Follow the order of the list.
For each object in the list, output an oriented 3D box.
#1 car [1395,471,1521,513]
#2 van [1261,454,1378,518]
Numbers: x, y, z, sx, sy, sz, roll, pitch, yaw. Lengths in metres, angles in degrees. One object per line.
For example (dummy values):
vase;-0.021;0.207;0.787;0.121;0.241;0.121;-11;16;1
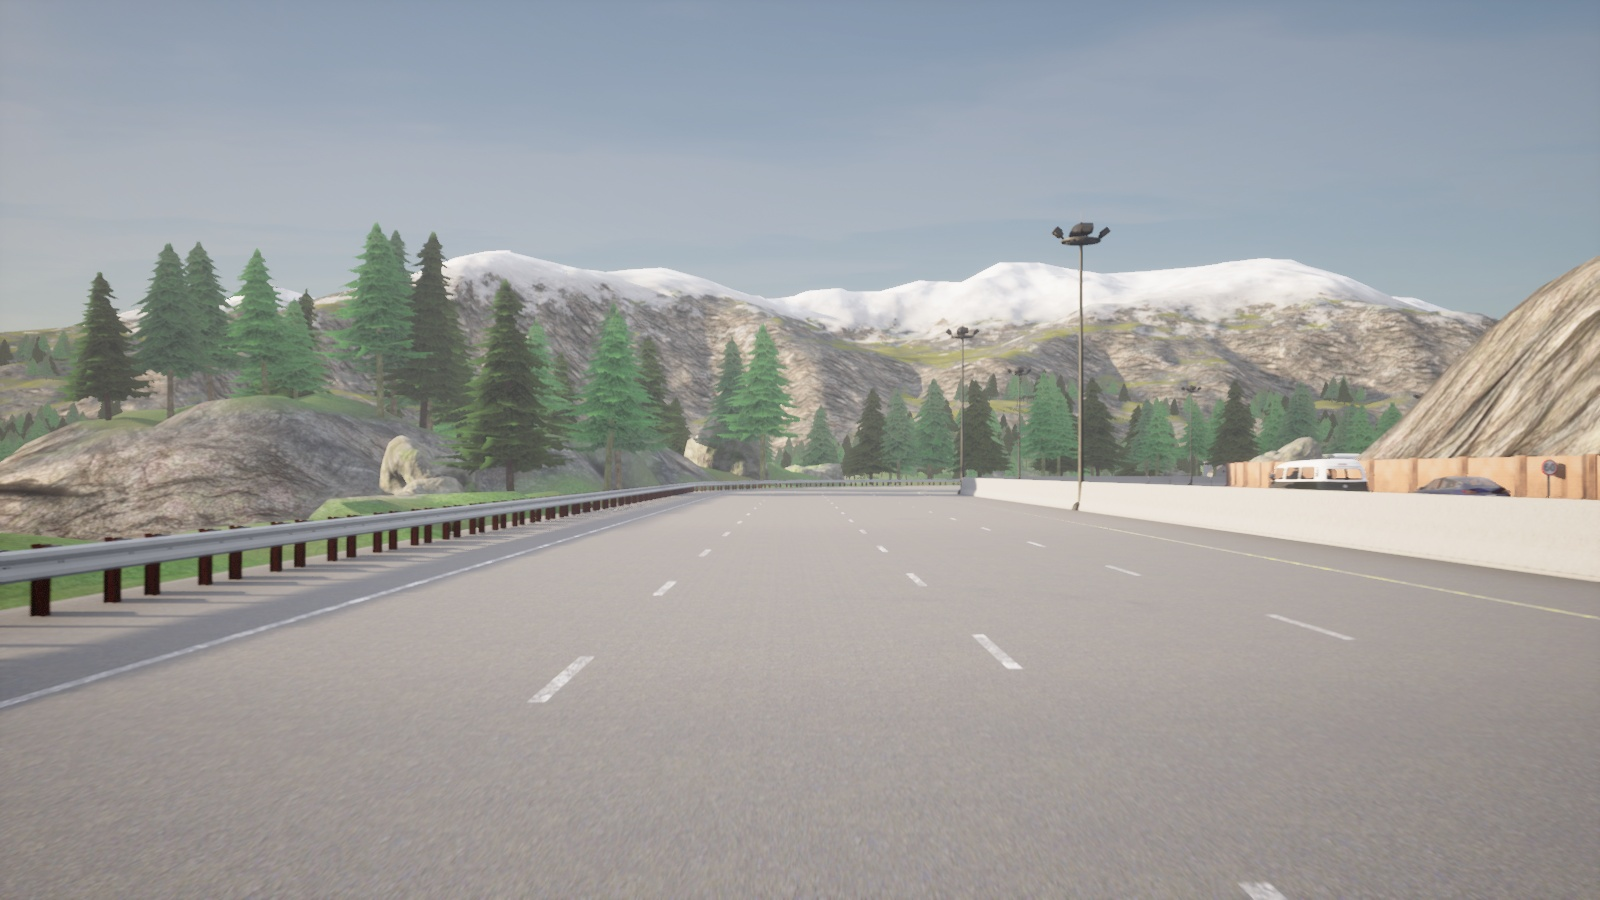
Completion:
car;24.385;1.532;46.774;2.163;1.488;4.792;0;-1;0
van;17.395;1.205;42.302;2.069;2.038;4.480;0;-1;0
